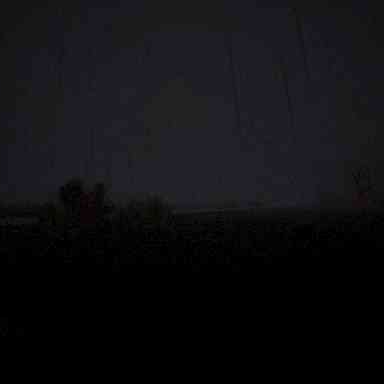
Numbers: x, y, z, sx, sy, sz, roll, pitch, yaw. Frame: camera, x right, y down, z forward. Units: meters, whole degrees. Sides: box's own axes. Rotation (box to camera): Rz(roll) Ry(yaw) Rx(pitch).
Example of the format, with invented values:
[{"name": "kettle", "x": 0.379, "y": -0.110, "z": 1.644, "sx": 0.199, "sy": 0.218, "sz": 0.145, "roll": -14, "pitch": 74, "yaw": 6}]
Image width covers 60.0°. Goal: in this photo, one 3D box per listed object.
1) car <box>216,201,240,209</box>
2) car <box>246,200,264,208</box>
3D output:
[{"name": "car", "x": 6.052, "y": 2.125, "z": 55.356, "sx": 2.033, "sy": 1.411, "sz": 5.357, "roll": -1, "pitch": -1, "yaw": 36}, {"name": "car", "x": 12.140, "y": 2.184, "z": 63.813, "sx": 2.128, "sy": 1.511, "sz": 4.902, "roll": -1, "pitch": -1, "yaw": 36}]
